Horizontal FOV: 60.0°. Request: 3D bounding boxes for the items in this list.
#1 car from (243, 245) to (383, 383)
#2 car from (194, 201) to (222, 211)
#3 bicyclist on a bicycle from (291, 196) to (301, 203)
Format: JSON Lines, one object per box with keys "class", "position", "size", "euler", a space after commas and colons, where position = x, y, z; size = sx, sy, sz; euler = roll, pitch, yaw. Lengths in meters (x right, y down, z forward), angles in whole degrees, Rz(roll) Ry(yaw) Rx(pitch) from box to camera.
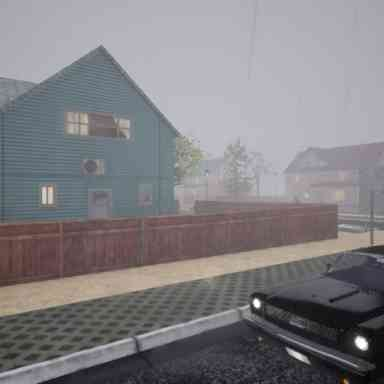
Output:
{"class": "car", "position": [3.054, 1.600, 5.138], "size": [4.718, 1.301, 1.895], "euler": [0, 0, -34]}
{"class": "car", "position": [2.299, 1.503, 31.781], "size": [1.895, 1.301, 4.718], "euler": [0, 0, -36]}
{"class": "bicyclist on a bicycle", "position": [9.825, 1.203, 31.336], "size": [1.656, 1.620, 0.582], "euler": [-1, 1, -36]}
